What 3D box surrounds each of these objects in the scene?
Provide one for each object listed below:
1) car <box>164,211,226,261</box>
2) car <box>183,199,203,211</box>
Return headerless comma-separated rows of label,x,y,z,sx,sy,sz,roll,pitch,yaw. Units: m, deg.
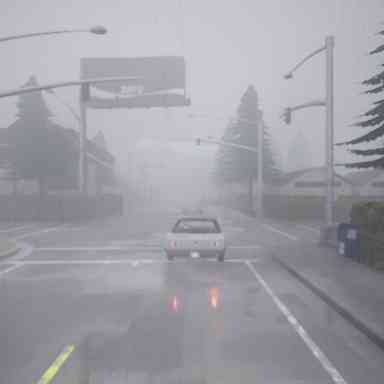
car,0.222,1.574,12.117,1.895,1.301,4.718,0,0,3
car,0.089,1.458,34.185,1.812,1.442,4.674,-1,0,0
